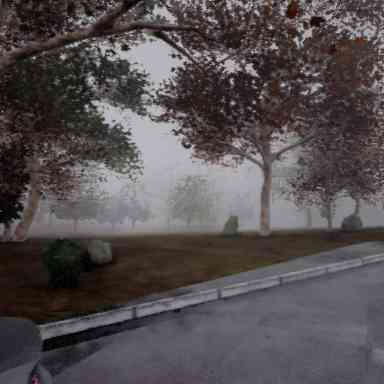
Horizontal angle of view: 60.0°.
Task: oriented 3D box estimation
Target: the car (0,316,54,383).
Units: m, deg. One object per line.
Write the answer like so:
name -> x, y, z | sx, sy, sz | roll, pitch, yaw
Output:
car -> -3.207, 1.492, 1.389 | 4.892, 1.490, 1.837 | 0, 0, -35
